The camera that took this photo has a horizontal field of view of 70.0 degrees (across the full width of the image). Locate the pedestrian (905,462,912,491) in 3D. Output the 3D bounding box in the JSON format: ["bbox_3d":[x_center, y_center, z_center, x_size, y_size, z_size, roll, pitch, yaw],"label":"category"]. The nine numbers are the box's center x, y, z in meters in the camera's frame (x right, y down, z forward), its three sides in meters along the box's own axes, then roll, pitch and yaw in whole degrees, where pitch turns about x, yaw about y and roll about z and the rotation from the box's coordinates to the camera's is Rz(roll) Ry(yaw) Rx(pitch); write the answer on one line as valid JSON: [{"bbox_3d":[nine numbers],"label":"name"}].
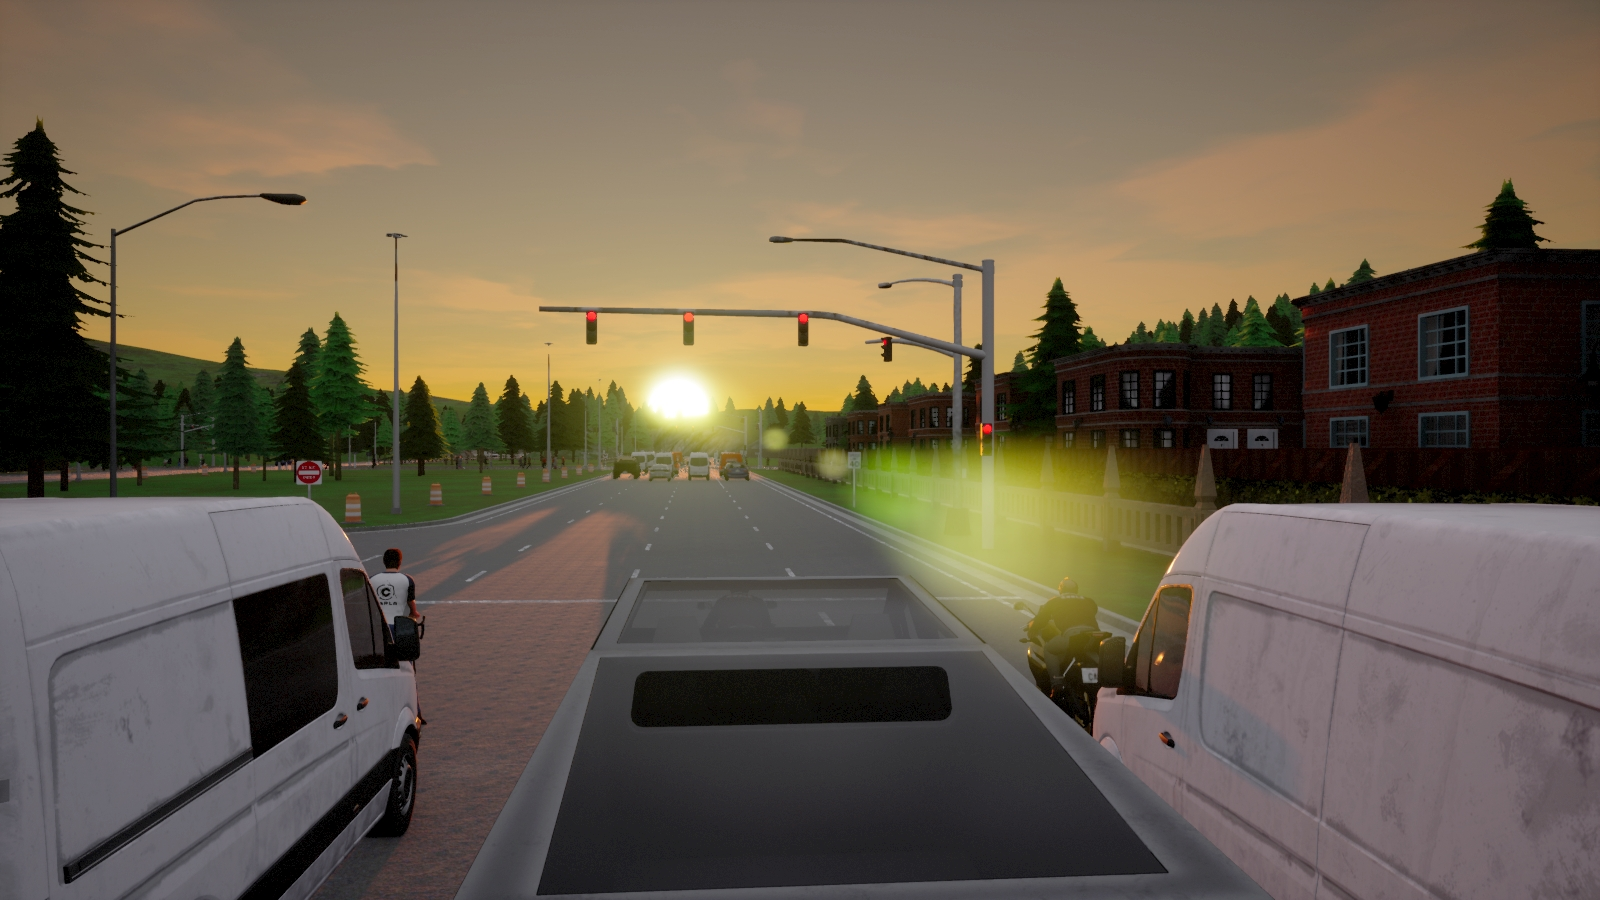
[{"bbox_3d":[6.950,1.701,73.303,0.375,1.860,0.375,0,0,-5],"label":"pedestrian"}]

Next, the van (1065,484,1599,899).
[{"bbox_3d":[3.020,1.534,5.590,1.988,2.561,5.915,0,0,-1],"label":"van"}]

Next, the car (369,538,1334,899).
[{"bbox_3d":[-0.117,1.754,5.929,2.390,2.098,6.274,0,0,-5],"label":"car"}]

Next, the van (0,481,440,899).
[{"bbox_3d":[-3.677,1.534,6.378,1.988,2.561,5.915,0,0,-5],"label":"van"}]

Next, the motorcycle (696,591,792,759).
[{"bbox_3d":[-0.613,2.205,11.622,0.867,1.251,2.209,0,0,-6],"label":"motorcycle"}]

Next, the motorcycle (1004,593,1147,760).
[{"bbox_3d":[2.714,2.205,11.543,0.867,1.251,2.209,0,0,-2],"label":"motorcycle"}]

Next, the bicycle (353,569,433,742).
[{"bbox_3d":[-4.173,2.056,11.794,0.373,1.496,1.643,0,0,-5],"label":"bicycle"}]
